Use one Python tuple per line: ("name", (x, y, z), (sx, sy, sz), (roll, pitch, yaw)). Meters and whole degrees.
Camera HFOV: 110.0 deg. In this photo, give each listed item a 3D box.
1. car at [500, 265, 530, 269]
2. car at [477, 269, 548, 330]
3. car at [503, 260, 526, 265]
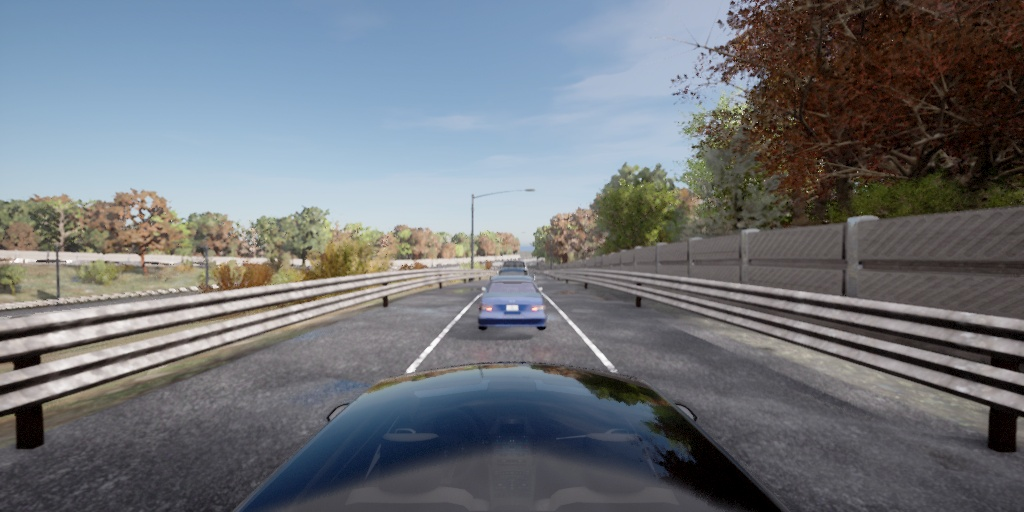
("car", (0.029, 1.335, 17.701), (1.837, 1.490, 4.892), (0, -1, 0))
("car", (0.005, 1.285, 10.939), (2.033, 1.411, 5.357), (0, 0, 0))
("car", (0.207, 1.365, 28.426), (2.150, 2.045, 5.566), (0, -3, 1))
